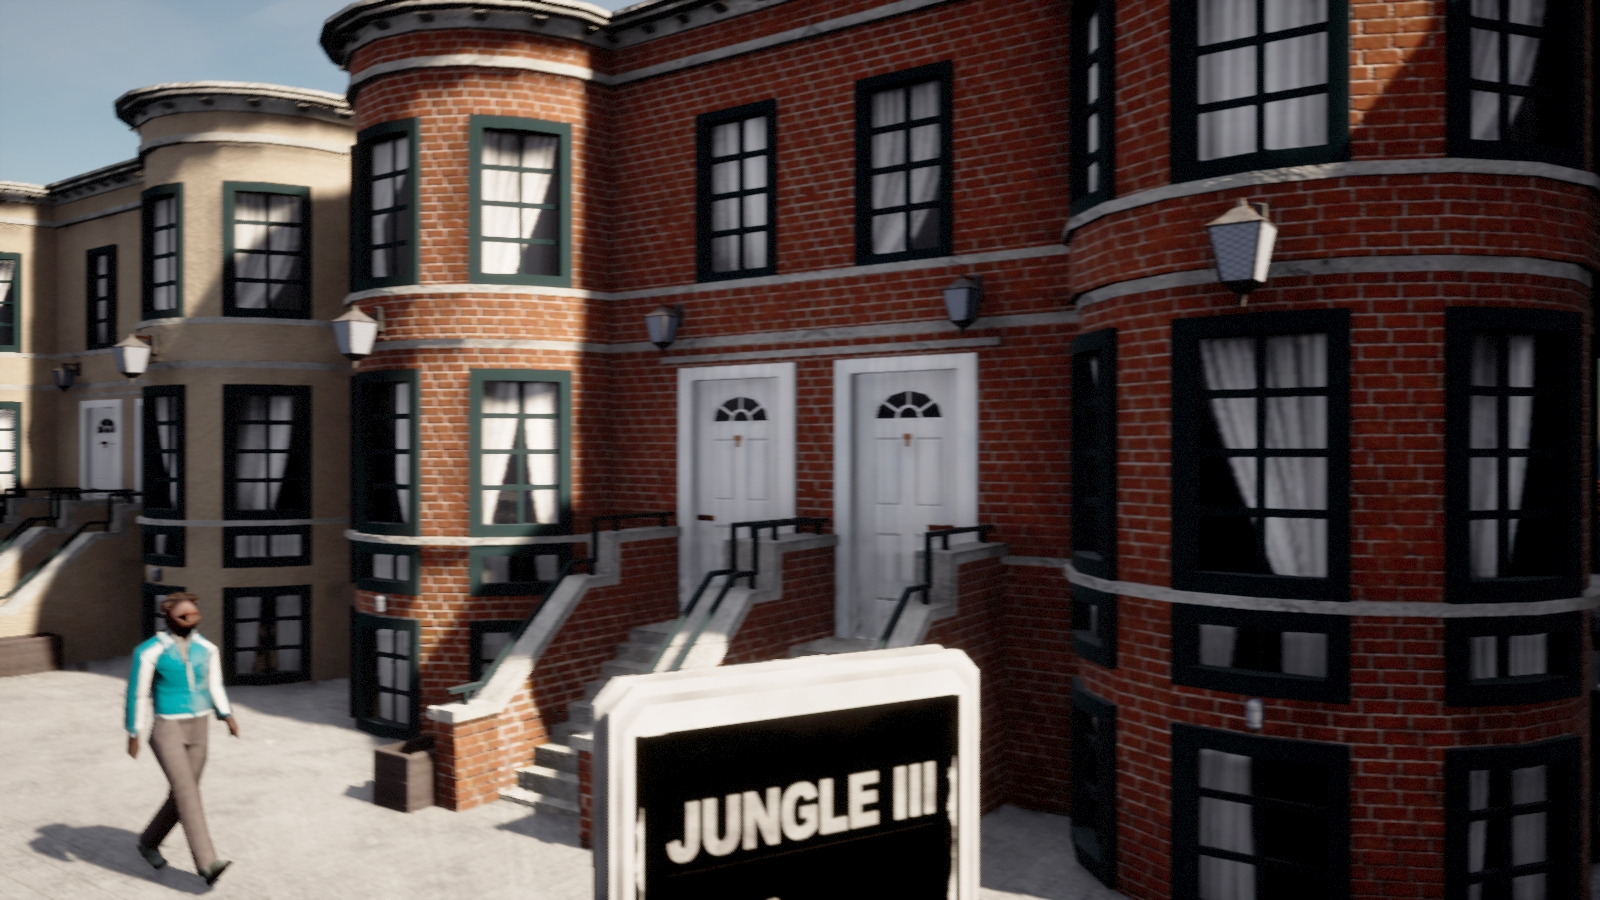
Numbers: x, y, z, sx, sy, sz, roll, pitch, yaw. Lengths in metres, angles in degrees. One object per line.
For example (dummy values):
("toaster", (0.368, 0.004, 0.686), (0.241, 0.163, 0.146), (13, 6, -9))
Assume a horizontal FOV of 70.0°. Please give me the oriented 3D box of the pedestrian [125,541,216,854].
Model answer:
("pedestrian", (-3.970, 1.525, 7.213), (0.375, 1.860, 0.375), (0, 0, 34))
